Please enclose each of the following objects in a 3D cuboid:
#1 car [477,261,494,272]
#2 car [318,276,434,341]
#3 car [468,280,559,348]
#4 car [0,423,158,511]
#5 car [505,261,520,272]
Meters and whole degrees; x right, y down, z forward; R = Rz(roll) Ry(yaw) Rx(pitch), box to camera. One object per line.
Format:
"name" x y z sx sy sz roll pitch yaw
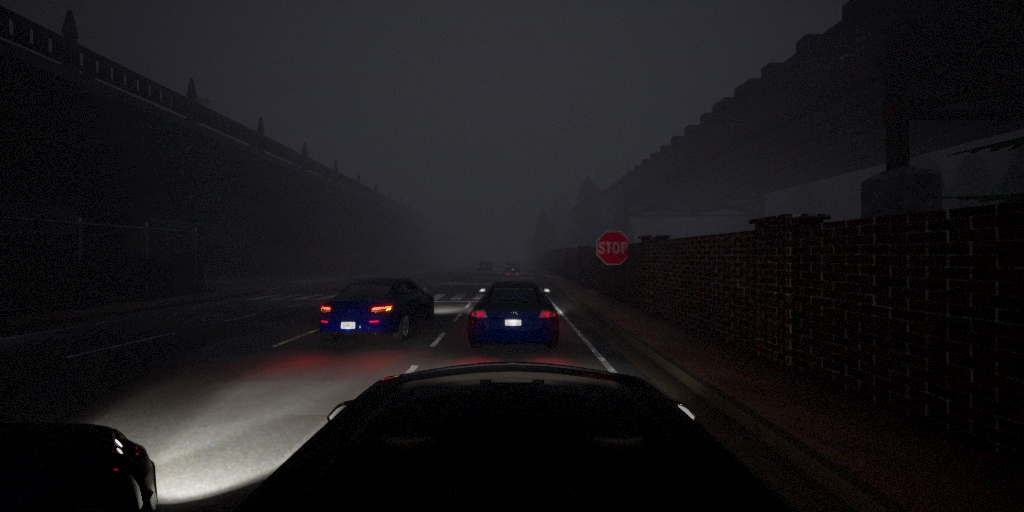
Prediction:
"car" -3.413 1.297 45.889 2.033 1.411 5.357 0 0 -1
"car" -3.416 1.276 9.759 1.812 1.442 4.674 0 0 0
"car" 0.066 1.314 9.238 1.994 1.385 4.181 0 0 1
"car" -3.398 1.314 0.663 1.994 1.385 4.181 0 0 0
"car" 0.082 1.351 46.056 1.895 1.301 4.718 0 0 -1
